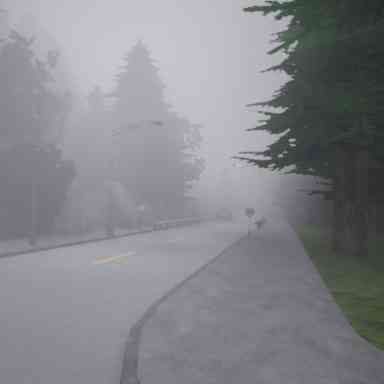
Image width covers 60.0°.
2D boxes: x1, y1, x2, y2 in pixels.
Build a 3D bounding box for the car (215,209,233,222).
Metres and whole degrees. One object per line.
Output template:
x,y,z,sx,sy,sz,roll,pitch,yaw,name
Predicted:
5.251,3.729,54.246,2.150,2.045,5.566,1,-3,16,car
